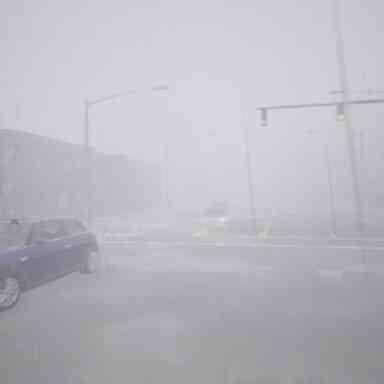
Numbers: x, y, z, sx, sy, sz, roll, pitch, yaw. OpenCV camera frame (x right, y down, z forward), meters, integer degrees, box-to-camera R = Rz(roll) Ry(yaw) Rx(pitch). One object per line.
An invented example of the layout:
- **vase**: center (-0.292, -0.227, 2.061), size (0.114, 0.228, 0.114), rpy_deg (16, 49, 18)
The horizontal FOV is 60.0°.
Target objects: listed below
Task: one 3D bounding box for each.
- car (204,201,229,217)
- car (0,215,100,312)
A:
- **car**: center (2.518, 1.644, 33.504), size (1.882, 1.535, 5.008), rpy_deg (-1, 1, 15)
- **car**: center (-4.214, 1.437, 8.115), size (2.097, 1.767, 4.553), rpy_deg (-1, 0, 15)
